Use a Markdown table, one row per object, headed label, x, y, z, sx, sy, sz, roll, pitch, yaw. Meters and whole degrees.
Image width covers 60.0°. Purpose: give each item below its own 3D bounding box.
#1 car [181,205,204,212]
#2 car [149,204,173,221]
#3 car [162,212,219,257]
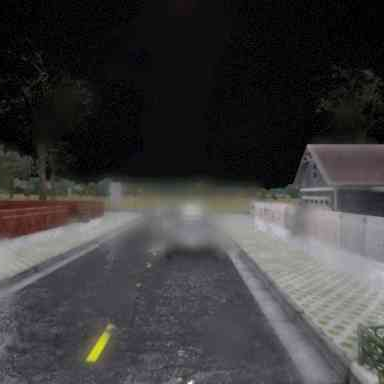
| label | x | y | z | sx | sy | sz | roll | pitch | yaw |
| --- | --- | --- | --- | --- | --- | --- | --- | --- | --- |
| car | 0.023 | 1.846 | 28.777 | 1.812 | 1.442 | 4.674 | 0 | -1 | 1 |
| car | -2.772 | 1.834 | 30.575 | 2.128 | 1.511 | 4.902 | 0 | -1 | 0 |
| car | 0.023 | 1.707 | 13.514 | 1.994 | 1.385 | 4.181 | 0 | -1 | 0 |
